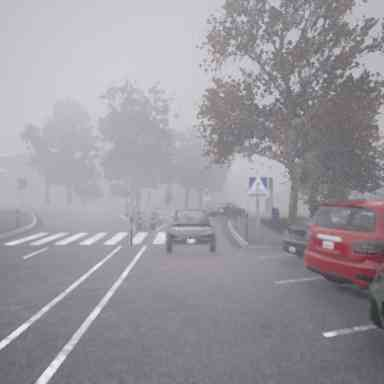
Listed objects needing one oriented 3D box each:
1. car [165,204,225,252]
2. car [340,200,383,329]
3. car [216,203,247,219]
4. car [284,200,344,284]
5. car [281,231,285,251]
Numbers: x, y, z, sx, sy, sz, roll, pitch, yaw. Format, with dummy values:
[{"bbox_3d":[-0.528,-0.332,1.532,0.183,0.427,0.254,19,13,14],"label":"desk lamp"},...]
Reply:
[{"bbox_3d":[-0.062,1.450,13.669,2.128,1.511,4.902,0,0,-1],"label":"car"},{"bbox_3d":[5.288,1.228,4.813,5.566,2.045,2.435,1,0,-21],"label":"car"},{"bbox_3d":[3.359,1.705,31.059,2.033,1.411,5.357,1,-1,32],"label":"car"},{"bbox_3d":[5.310,1.219,7.815,5.566,2.045,2.435,1,0,-21],"label":"car"},{"bbox_3d":[5.236,1.462,10.776,4.892,1.521,2.231,1,0,-21],"label":"car"}]
